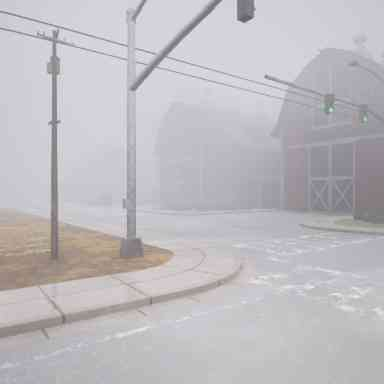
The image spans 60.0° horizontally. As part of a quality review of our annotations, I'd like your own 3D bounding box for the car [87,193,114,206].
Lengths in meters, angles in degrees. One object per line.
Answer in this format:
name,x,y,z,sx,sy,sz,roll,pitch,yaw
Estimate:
car,-13.846,1.118,50.577,3.866,1.878,1.905,-2,5,11
